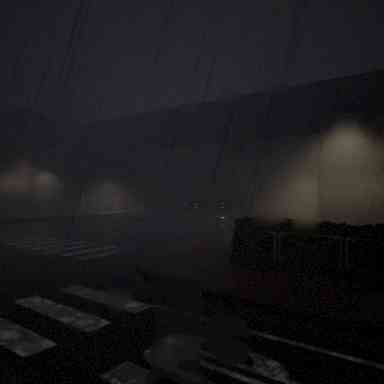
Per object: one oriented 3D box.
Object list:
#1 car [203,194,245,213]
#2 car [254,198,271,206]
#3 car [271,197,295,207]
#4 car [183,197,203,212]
[{"bbox_3d":[3.900,1.199,37.138,2.150,2.045,5.566,0,0,36],"label":"car"},{"bbox_3d":[11.710,1.631,53.894,1.895,1.301,4.718,0,0,36],"label":"car"},{"bbox_3d":[14.573,1.543,51.881,1.837,1.490,4.892,0,0,36],"label":"car"},{"bbox_3d":[0.958,1.326,39.039,2.097,1.767,4.553,0,0,36],"label":"car"}]
